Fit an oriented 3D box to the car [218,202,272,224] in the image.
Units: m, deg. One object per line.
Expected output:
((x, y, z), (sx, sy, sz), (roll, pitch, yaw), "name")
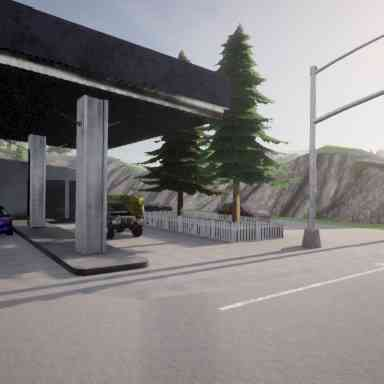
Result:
((3.999, 1.601, 25.545), (2.097, 1.767, 4.553), (1, 0, -35), "car")

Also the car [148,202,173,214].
((-3.977, 1.757, 37.083), (1.895, 1.301, 4.718), (1, 0, -35), "car")

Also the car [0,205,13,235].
((-11.442, 1.524, 18.627), (2.242, 1.667, 4.611), (1, 0, -35), "car")

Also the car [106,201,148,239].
((-4.313, 1.448, 18.354), (1.905, 1.878, 3.866), (1, 0, -35), "car")
